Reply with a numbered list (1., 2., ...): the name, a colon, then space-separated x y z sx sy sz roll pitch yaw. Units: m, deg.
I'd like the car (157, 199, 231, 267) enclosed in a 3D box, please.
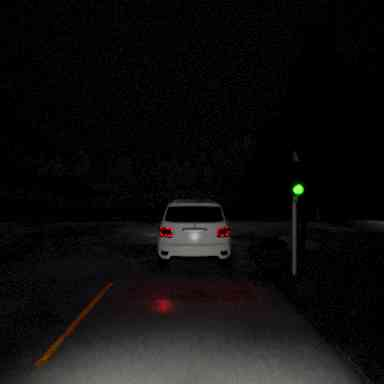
1. car: 0.026 1.241 11.599 2.150 2.045 5.566 0 0 -1
